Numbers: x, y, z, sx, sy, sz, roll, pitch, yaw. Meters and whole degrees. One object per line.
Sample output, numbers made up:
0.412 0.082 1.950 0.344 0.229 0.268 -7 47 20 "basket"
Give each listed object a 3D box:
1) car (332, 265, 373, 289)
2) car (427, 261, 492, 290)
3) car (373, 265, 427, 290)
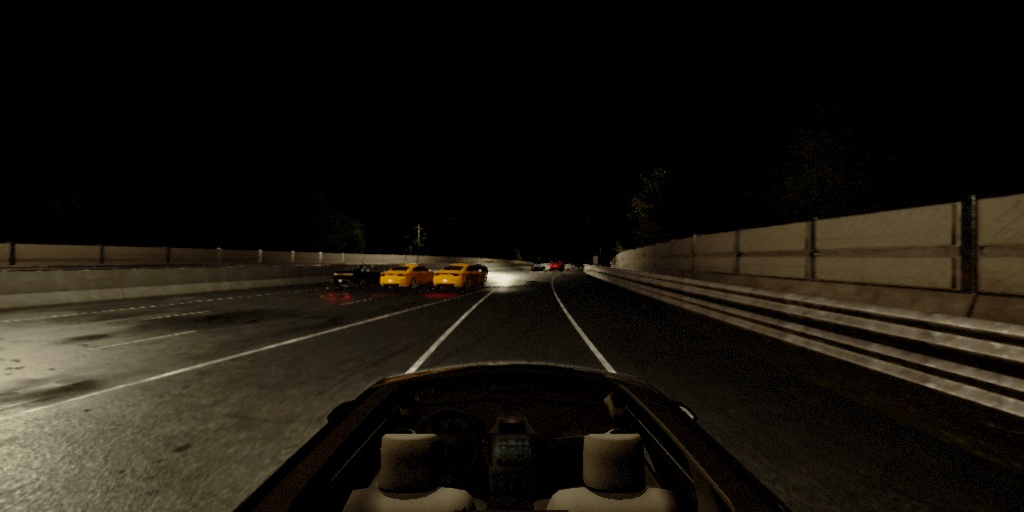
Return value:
-9.869 1.347 24.233 2.128 1.511 4.902 0 -1 15 "car"
-3.110 1.241 22.436 1.882 1.535 5.008 0 0 15 "car"
-6.498 1.295 23.335 1.882 1.535 5.008 -1 0 15 "car"
